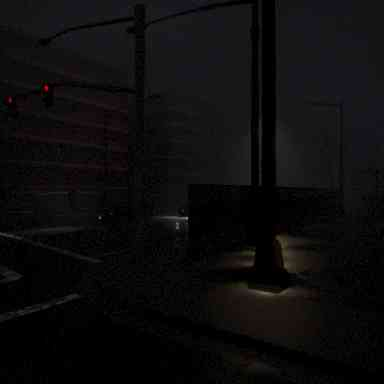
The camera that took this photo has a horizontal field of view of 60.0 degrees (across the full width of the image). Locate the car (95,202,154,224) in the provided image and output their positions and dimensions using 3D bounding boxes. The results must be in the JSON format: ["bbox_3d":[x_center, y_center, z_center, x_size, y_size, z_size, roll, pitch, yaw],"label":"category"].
[{"bbox_3d":[-4.902,1.491,24.767,2.128,1.511,4.902,0,0,35],"label":"car"}]

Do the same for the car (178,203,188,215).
[{"bbox_3d":[0.537,1.505,32.511,1.837,1.490,4.892,0,0,35],"label":"car"}]
